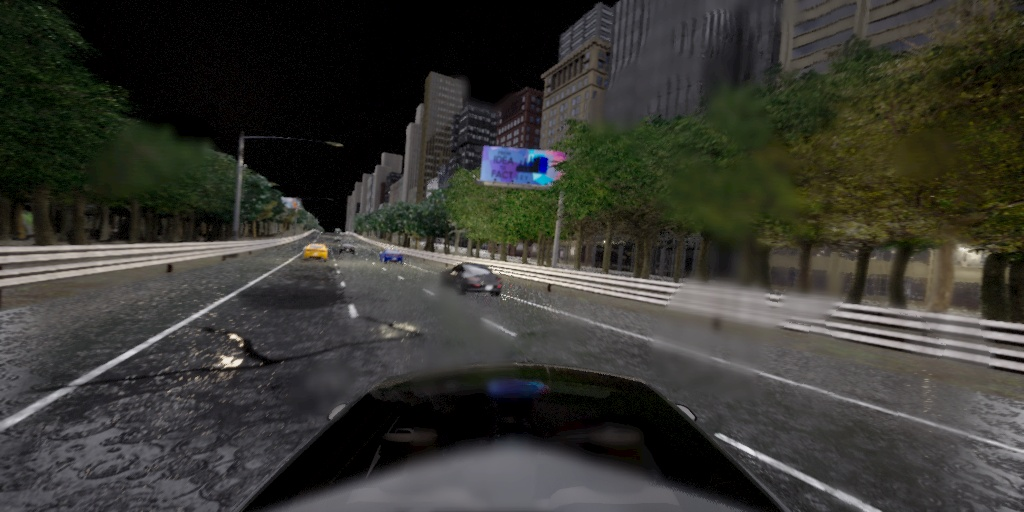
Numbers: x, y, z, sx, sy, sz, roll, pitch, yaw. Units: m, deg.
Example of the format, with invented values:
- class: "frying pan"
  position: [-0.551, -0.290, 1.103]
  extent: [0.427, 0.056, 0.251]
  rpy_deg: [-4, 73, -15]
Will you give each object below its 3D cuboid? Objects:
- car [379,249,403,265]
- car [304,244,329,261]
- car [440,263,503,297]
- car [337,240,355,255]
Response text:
- class: "car"
  position: [-12.967, 0.016, 38.379]
  extent: [1.882, 1.535, 5.008]
  rpy_deg: [4, 1, -27]
- class: "car"
  position: [-19.162, -0.414, 35.148]
  extent: [1.882, 1.535, 5.008]
  rpy_deg: [4, 1, -27]
- class: "car"
  position: [-2.011, 1.072, 17.160]
  extent: [1.812, 1.442, 4.674]
  rpy_deg: [4, 0, -27]
- class: "car"
  position: [-23.135, -1.053, 50.259]
  extent: [1.882, 1.535, 5.008]
  rpy_deg: [4, 1, -27]
